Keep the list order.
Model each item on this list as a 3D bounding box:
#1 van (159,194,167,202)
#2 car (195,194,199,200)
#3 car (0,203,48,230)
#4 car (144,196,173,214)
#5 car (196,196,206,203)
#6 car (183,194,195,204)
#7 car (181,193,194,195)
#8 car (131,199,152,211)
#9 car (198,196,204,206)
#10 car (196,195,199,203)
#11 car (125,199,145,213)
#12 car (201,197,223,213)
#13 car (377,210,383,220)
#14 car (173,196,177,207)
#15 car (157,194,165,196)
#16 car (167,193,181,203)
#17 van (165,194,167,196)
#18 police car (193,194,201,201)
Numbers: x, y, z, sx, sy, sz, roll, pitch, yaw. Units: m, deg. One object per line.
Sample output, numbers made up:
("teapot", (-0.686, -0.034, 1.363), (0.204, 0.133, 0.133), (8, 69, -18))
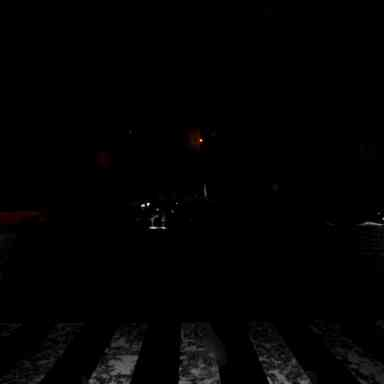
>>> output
("van", (-6.687, 1.368, 77.435), (1.690, 1.788, 3.998), (0, 0, -1))
("car", (2.043, 1.567, 62.538), (2.008, 1.369, 4.403), (0, 0, -1))
("car", (-11.628, 1.512, 20.933), (4.553, 1.767, 2.097), (-2, 0, -11))
("car", (-3.447, 1.495, 35.340), (2.128, 1.511, 4.902), (0, 0, -1))
("car", (1.899, 1.590, 73.116), (1.947, 1.339, 4.313), (0, 0, -1))
("car", (-0.660, 1.620, 65.599), (1.895, 1.301, 4.718), (0, 0, -1))
("car", (-0.891, 1.550, 75.527), (2.128, 1.511, 4.902), (0, 0, -1))
("car", (-6.191, 1.557, 41.214), (2.008, 1.369, 4.403), (0, 0, -1))
("car", (2.253, 1.553, 47.223), (1.887, 1.381, 4.507), (0, 0, -1))
("car", (2.179, 1.562, 52.667), (2.008, 1.369, 4.403), (0, 0, -1))
("car", (-6.122, 1.556, 36.222), (2.008, 1.369, 4.403), (0, 0, -1))
("car", (2.402, 1.556, 36.335), (2.008, 1.369, 4.403), (0, 0, -1))
("car", (14.725, 1.249, 20.978), (5.357, 1.411, 2.033), (-1, 0, -1))
("car", (-3.647, 1.611, 50.247), (1.895, 1.301, 4.718), (0, 0, -1))
("car", (-6.462, 1.541, 61.027), (1.752, 1.417, 4.829), (0, 0, -1))
("car", (-3.810, 1.506, 69.181), (1.882, 1.535, 5.008), (0, 0, -1))
("van", (-6.538, 1.361, 66.609), (1.690, 1.788, 3.998), (0, 0, -1))
("police car", (1.267, 1.464, 90.513), (1.930, 1.638, 5.238), (0, 0, -1))
